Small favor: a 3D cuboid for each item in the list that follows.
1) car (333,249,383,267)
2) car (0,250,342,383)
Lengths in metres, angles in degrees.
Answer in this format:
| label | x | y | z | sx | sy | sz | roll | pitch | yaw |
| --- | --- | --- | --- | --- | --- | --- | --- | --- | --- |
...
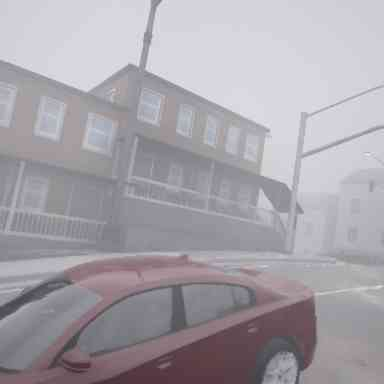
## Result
| label | x | y | z | sx | sy | sz | roll | pitch | yaw |
| --- | --- | --- | --- | --- | --- | --- | --- | --- | --- |
| car | 12.157 | 5.164 | 25.890 | 1.895 | 1.301 | 4.718 | 14 | -15 | -34 |
| car | -0.783 | 1.485 | 3.408 | 5.008 | 1.535 | 1.882 | 1 | -1 | -35 |
